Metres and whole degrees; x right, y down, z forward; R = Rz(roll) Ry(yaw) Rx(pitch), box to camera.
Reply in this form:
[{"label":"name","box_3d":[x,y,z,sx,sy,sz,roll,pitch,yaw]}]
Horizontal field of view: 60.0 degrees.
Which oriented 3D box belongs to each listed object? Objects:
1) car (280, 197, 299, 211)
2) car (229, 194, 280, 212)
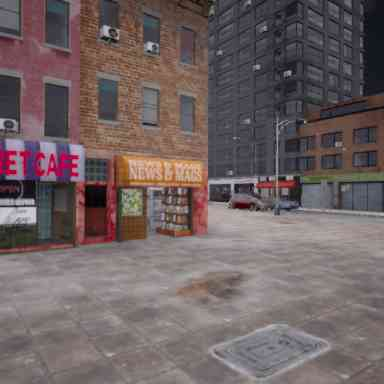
[{"label":"car","box_3d":[7.997,1.170,33.214,2.033,1.411,5.357,1,1,-35]},{"label":"car","box_3d":[5.598,0.951,31.506,2.097,1.767,4.553,1,1,-35]}]
